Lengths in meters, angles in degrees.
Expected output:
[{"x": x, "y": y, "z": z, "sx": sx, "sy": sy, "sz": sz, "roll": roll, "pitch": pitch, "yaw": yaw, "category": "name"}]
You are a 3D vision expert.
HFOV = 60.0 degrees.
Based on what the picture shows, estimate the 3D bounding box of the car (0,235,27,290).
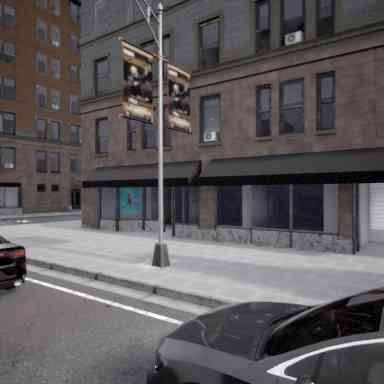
[{"x": -5.911, "y": 1.477, "z": 7.878, "sx": 5.008, "sy": 1.535, "sz": 1.882, "roll": 0, "pitch": 0, "yaw": 35, "category": "car"}]

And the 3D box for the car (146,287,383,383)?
[{"x": 1.823, "y": 1.505, "z": 2.387, "sx": 4.892, "sy": 1.490, "sz": 1.837, "roll": 0, "pitch": 0, "yaw": 35, "category": "car"}]
